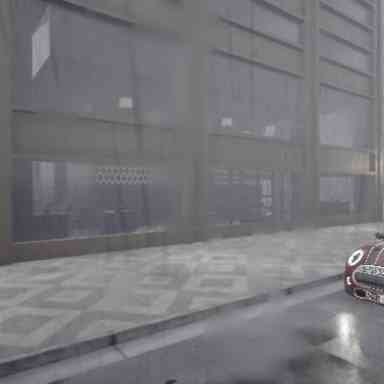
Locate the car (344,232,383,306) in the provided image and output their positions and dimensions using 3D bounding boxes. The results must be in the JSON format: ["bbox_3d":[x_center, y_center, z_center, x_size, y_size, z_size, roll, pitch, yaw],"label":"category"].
[{"bbox_3d":[5.283,1.309,7.145,4.553,1.767,2.097,0,0,-35],"label":"car"}]
